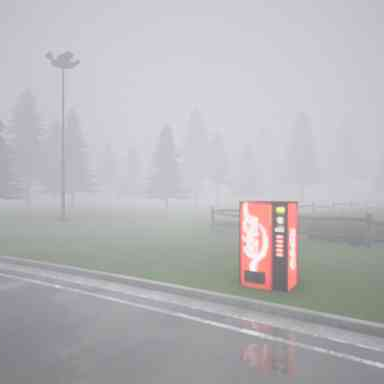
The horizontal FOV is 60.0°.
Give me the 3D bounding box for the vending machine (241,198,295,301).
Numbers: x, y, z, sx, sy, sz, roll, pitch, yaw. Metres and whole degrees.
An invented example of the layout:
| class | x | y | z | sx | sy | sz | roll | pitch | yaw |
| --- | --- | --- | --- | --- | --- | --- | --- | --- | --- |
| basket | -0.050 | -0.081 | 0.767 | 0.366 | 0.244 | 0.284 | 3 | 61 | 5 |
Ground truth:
| class | x | y | z | sx | sy | sz | roll | pitch | yaw |
| --- | --- | --- | --- | --- | --- | --- | --- | --- | --- |
| vending machine | 1.743 | 1.194 | 7.555 | 0.880 | 2.100 | 1.100 | 0 | 0 | 33 |
